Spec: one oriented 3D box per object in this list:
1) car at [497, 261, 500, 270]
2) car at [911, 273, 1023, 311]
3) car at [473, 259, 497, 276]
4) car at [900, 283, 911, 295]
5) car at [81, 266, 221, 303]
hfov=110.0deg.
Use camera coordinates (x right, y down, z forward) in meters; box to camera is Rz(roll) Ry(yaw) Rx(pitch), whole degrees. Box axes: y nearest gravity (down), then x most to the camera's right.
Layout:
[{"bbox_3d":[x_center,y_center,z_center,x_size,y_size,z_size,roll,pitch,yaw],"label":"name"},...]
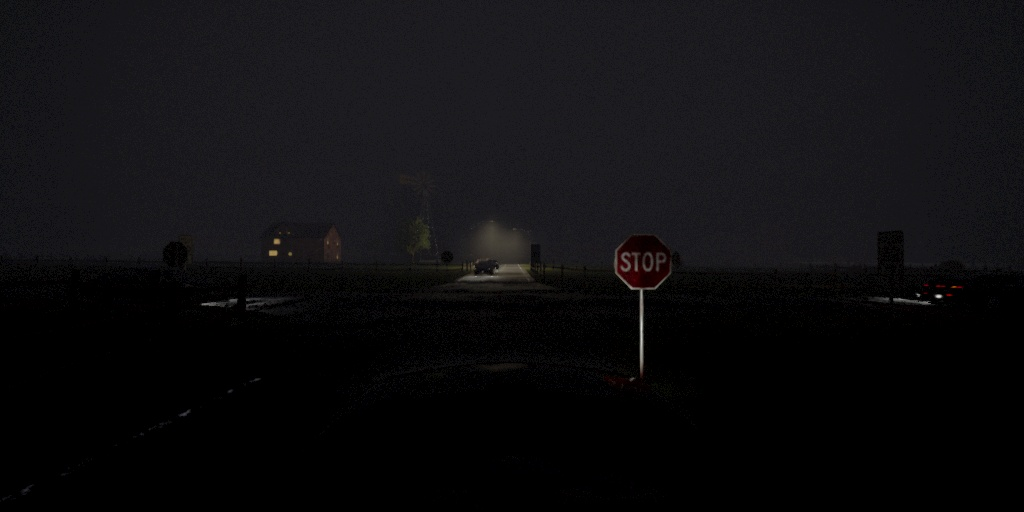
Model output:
[{"bbox_3d":[-2.844,1.221,51.697,1.837,1.490,4.892,0,0,0],"label":"car"},{"bbox_3d":[20.297,1.456,15.059,4.892,1.490,1.837,1,-1,-1],"label":"car"},{"bbox_3d":[-2.849,1.254,37.090,1.812,1.442,4.674,0,0,0],"label":"car"},{"bbox_3d":[22.902,1.537,17.942,5.357,1.411,2.033,1,-1,-1],"label":"car"},{"bbox_3d":[-14.560,1.135,14.594,4.674,1.442,1.812,1,-1,-1],"label":"car"}]
